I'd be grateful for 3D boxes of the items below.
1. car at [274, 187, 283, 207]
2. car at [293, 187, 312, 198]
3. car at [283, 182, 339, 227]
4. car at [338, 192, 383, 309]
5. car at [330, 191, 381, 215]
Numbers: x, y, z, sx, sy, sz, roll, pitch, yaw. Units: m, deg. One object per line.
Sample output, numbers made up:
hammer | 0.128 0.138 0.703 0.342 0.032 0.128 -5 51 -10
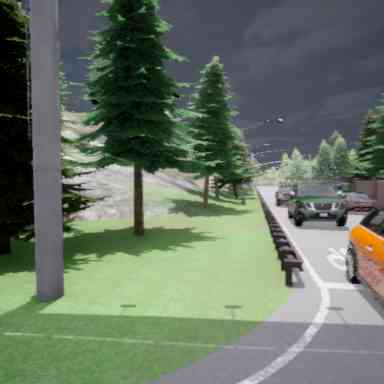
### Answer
car | 8.314 0.301 28.879 2.097 1.767 4.553 0 2 11
car | 15.205 0.011 46.037 1.895 1.301 4.718 0 2 10
car | 6.108 0.520 16.829 2.150 2.045 5.566 0 2 11
car | 3.898 1.051 4.972 2.097 1.767 4.553 -1 3 11
car | 10.899 0.661 22.520 1.994 1.385 4.181 0 2 10
